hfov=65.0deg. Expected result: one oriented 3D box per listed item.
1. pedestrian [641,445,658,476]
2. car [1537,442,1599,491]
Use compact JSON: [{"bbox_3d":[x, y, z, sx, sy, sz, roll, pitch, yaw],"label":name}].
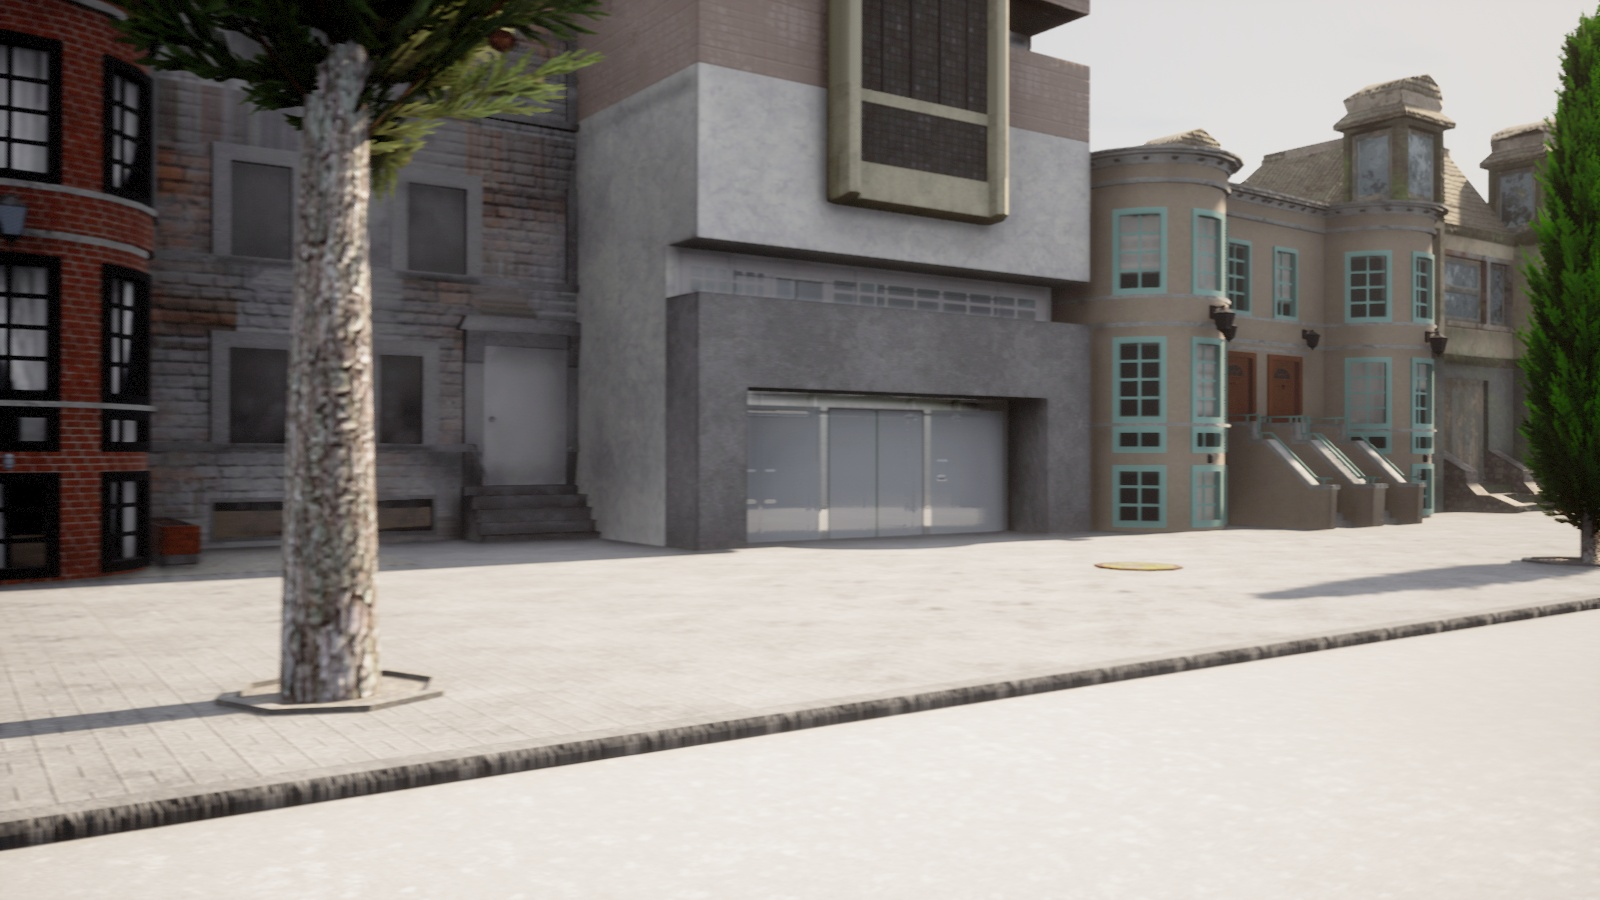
[{"bbox_3d":[-9.484,0.669,79.178,0.659,1.952,0.873,0,0,-38],"label":"pedestrian"},{"bbox_3d":[28.317,0.569,42.854,2.152,1.651,5.027,0,0,-35],"label":"car"}]
